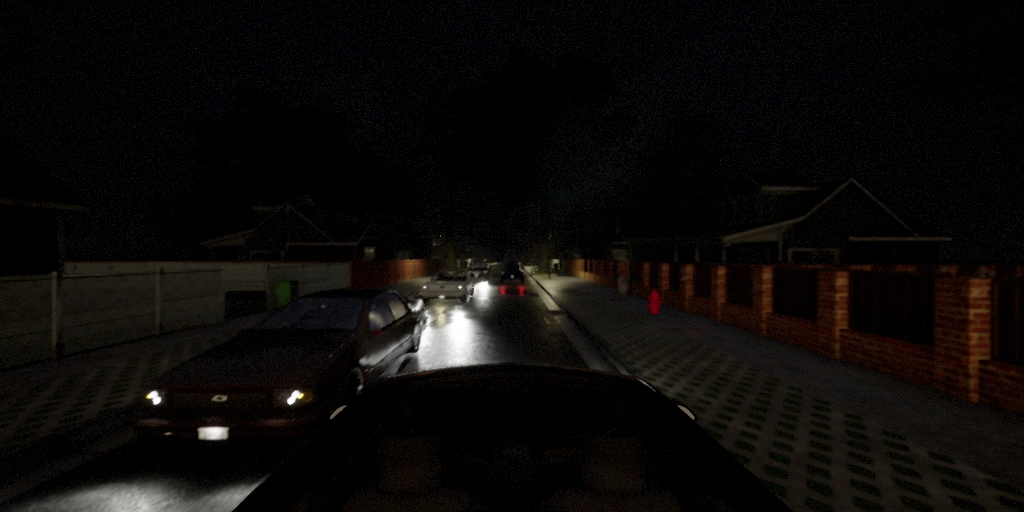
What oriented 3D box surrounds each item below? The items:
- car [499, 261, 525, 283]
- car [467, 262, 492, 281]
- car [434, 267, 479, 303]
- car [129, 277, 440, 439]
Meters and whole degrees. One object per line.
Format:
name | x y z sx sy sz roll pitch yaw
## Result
car | 0.023 1.292 28.125 1.812 1.442 4.674 0 0 0
car | -2.752 1.267 30.896 2.128 1.511 4.902 0 0 0
car | -2.818 1.348 16.700 1.895 1.301 4.718 0 0 0
car | -2.837 1.294 6.067 2.033 1.411 5.357 0 0 0
